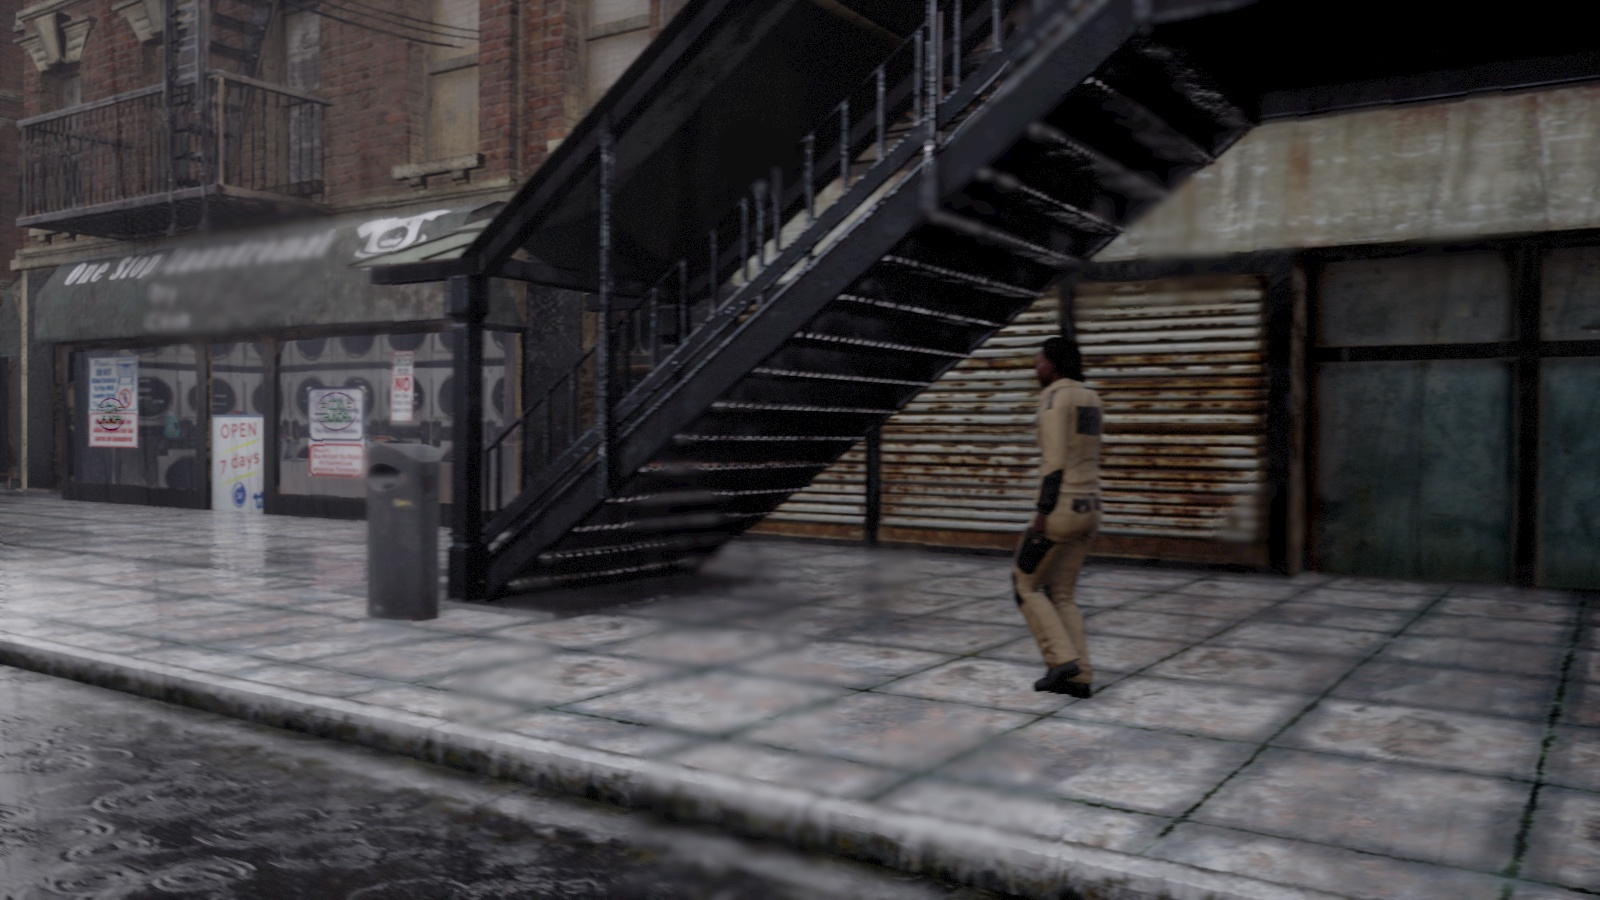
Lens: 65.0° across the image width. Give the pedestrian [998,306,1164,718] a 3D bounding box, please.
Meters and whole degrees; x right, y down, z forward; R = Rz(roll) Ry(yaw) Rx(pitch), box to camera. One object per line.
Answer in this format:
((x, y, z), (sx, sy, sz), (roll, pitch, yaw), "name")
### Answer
((1.395, 0.290, 6.261), (0.692, 1.930, 0.396), (0, 1, 45), "pedestrian")
